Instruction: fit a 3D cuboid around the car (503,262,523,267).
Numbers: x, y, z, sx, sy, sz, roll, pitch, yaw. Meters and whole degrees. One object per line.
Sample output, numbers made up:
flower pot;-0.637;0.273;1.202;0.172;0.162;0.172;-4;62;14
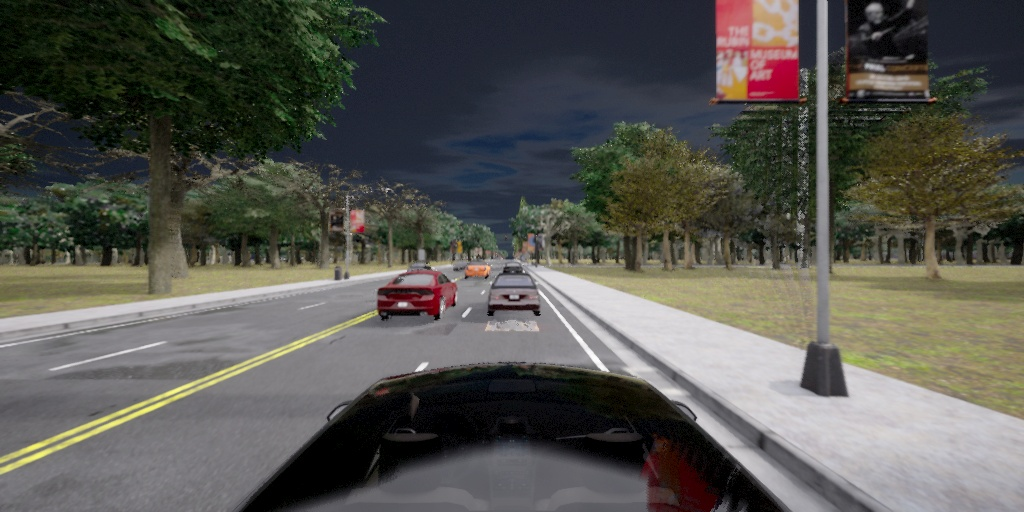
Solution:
car;0.102;1.324;35.718;1.882;1.535;5.008;0;0;0

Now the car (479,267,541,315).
car;0.077;1.332;13.708;2.033;1.411;5.357;0;0;0

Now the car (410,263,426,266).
car;-9.846;1.419;38.298;1.994;1.385;4.181;0;0;0

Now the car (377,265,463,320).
car;-3.147;1.259;12.822;1.882;1.535;5.008;0;0;0

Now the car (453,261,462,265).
car;-6.581;1.388;47.293;1.837;1.490;4.892;0;-1;0

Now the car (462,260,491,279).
car;-3.148;1.193;33.881;2.097;1.767;4.553;0;0;0
